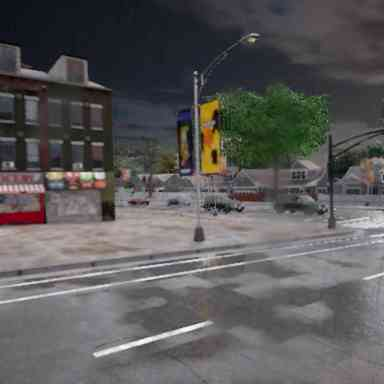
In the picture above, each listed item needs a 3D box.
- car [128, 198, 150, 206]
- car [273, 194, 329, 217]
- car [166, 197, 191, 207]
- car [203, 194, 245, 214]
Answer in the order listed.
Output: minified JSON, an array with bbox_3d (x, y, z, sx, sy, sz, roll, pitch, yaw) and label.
[{"bbox_3d":[-8.758,1.643,54.767,1.895,1.301,4.718,-2,1,-35],"label":"car"},{"bbox_3d":[10.603,1.226,32.883,2.150,2.045,5.566,-2,2,-34],"label":"car"},{"bbox_3d":[-2.083,1.450,50.853,2.128,1.511,4.902,-2,1,-35],"label":"car"},{"bbox_3d":[3.439,1.311,37.371,2.150,2.045,5.566,-2,1,-35],"label":"car"}]
